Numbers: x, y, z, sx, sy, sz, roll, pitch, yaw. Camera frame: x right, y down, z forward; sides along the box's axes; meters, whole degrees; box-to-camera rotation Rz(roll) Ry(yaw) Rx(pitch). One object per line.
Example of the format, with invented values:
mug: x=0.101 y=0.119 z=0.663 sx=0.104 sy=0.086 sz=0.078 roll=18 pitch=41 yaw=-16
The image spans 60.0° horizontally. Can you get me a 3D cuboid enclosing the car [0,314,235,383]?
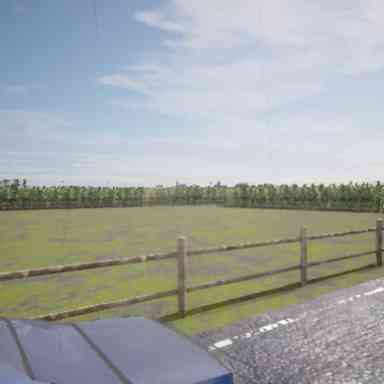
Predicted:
car: x=-2.112 y=1.548 z=1.559 sx=5.357 sy=1.411 sz=2.033 roll=0 pitch=0 yaw=-36
